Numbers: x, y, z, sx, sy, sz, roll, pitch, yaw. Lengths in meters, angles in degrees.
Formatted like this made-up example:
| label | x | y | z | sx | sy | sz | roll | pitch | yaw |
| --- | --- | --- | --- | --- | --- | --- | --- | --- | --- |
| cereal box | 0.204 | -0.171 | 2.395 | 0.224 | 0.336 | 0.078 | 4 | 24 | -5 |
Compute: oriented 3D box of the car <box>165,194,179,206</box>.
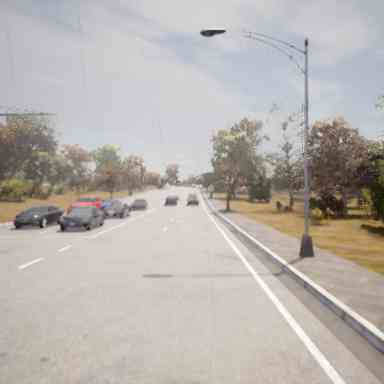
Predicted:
| label | x | y | z | sx | sy | sz | roll | pitch | yaw |
| --- | --- | --- | --- | --- | --- | --- | --- | --- | --- |
| car | -3.309 | 1.333 | 53.339 | 1.837 | 1.490 | 4.892 | 0 | 3 | 0 |

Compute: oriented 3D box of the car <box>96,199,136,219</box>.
| label | x | y | z | sx | sy | sz | roll | pitch | yaw |
| --- | --- | --- | --- | --- | --- | --- | --- | --- | --- |
| car | -7.046 | 1.682 | 31.388 | 2.128 | 1.511 | 4.902 | 0 | 0 | 0 |

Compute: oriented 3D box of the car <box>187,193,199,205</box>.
| label | x | y | z | sx | sy | sz | roll | pitch | yaw |
| --- | --- | --- | --- | --- | --- | --- | --- | --- | --- |
| car | 0.193 | 1.406 | 53.842 | 1.895 | 1.301 | 4.718 | 0 | 3 | 0 |

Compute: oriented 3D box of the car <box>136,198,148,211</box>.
| label | x | y | z | sx | sy | sz | roll | pitch | yaw |
| --- | --- | --- | --- | --- | --- | --- | --- | --- | --- |
| car | -7.008 | 1.660 | 44.725 | 1.837 | 1.490 | 4.892 | 0 | 1 | 0 |

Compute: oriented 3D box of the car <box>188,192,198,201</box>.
| label | x | y | z | sx | sy | sz | roll | pitch | yaw |
| --- | --- | --- | --- | --- | --- | --- | --- | --- | --- |
| car | 0.118 | 0.881 | 63.718 | 1.812 | 1.442 | 4.674 | 0 | 3 | 0 |

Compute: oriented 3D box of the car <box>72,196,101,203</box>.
| label | x | y | z | sx | sy | sz | roll | pitch | yaw |
| --- | --- | --- | --- | --- | --- | --- | --- | --- | --- |
| car | -10.539 | 1.421 | 33.341 | 2.150 | 2.045 | 5.566 | 0 | 0 | -1 |

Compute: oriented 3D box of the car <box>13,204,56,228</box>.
| label | x | y | z | sx | sy | sz | roll | pitch | yaw |
| --- | --- | --- | --- | --- | --- | --- | --- | --- | --- |
| car | -10.562 | 1.645 | 23.305 | 1.837 | 1.490 | 4.892 | 0 | 0 | 0 |

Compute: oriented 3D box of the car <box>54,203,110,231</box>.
| label | x | y | z | sx | sy | sz | roll | pitch | yaw |
| --- | --- | --- | --- | --- | --- | --- | --- | --- | --- |
| car | -7.065 | 1.658 | 21.930 | 1.812 | 1.442 | 4.674 | 0 | 0 | 0 |

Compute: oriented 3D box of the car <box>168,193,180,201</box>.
| label | x | y | z | sx | sy | sz | roll | pitch | yaw |
| --- | --- | --- | --- | --- | --- | --- | --- | --- | --- |
| car | -3.386 | 0.976 | 63.275 | 1.895 | 1.301 | 4.718 | 0 | 3 | 0 |

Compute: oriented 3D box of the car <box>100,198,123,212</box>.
| label | x | y | z | sx | sy | sz | roll | pitch | yaw |
| --- | --- | --- | --- | --- | --- | --- | --- | --- | --- |
| car | -10.509 | 1.652 | 43.808 | 1.882 | 1.535 | 5.008 | 0 | 1 | 0 |
